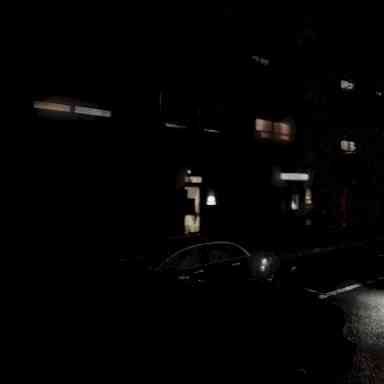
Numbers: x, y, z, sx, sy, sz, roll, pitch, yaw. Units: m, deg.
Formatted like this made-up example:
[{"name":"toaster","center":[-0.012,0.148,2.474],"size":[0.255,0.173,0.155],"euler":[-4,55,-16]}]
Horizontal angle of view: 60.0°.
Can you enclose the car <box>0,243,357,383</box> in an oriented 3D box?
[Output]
[{"name":"car","center":[-0.720,1.544,2.867],"size":[5.357,1.411,2.033],"euler":[0,0,-36]}]

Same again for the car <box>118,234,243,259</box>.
[{"name":"car","center":[-0.312,1.539,6.343],"size":[4.403,1.369,2.008],"euler":[0,0,-36]}]
